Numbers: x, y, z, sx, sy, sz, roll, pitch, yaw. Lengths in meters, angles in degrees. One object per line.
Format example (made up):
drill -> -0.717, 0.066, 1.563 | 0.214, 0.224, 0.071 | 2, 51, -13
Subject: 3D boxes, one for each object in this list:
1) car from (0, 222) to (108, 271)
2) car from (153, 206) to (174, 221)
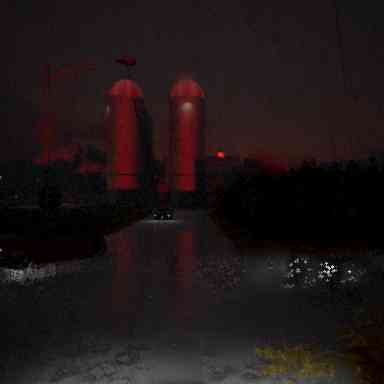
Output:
car -> -5.118, 1.781, 11.814 | 1.994, 1.385, 4.181 | 2, 0, 42
car -> -3.018, 2.275, 35.850 | 1.837, 1.490, 4.892 | 0, 1, 0
